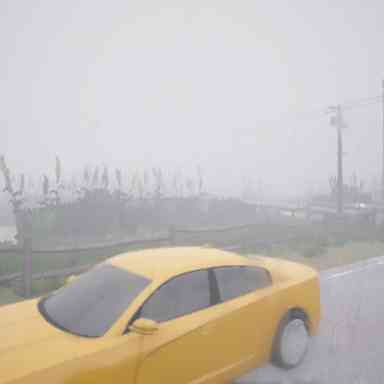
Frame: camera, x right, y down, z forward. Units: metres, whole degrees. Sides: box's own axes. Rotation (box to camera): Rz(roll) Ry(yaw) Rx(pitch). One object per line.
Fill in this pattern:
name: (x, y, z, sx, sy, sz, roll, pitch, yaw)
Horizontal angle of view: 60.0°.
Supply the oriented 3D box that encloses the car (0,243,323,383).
car: (-0.435, 1.474, 3.996, 5.008, 1.535, 1.882, -1, 0, -38)
